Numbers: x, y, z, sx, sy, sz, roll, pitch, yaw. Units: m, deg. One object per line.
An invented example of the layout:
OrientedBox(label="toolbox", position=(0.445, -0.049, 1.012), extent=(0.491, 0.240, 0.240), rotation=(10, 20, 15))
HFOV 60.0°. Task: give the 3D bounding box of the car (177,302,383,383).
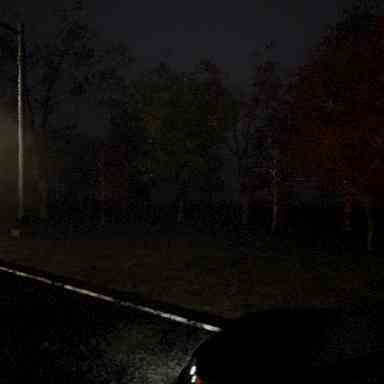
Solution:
OrientedBox(label="car", position=(1.882, 1.531, 2.342), extent=(4.181, 1.385, 1.994), rotation=(0, 1, 36))
